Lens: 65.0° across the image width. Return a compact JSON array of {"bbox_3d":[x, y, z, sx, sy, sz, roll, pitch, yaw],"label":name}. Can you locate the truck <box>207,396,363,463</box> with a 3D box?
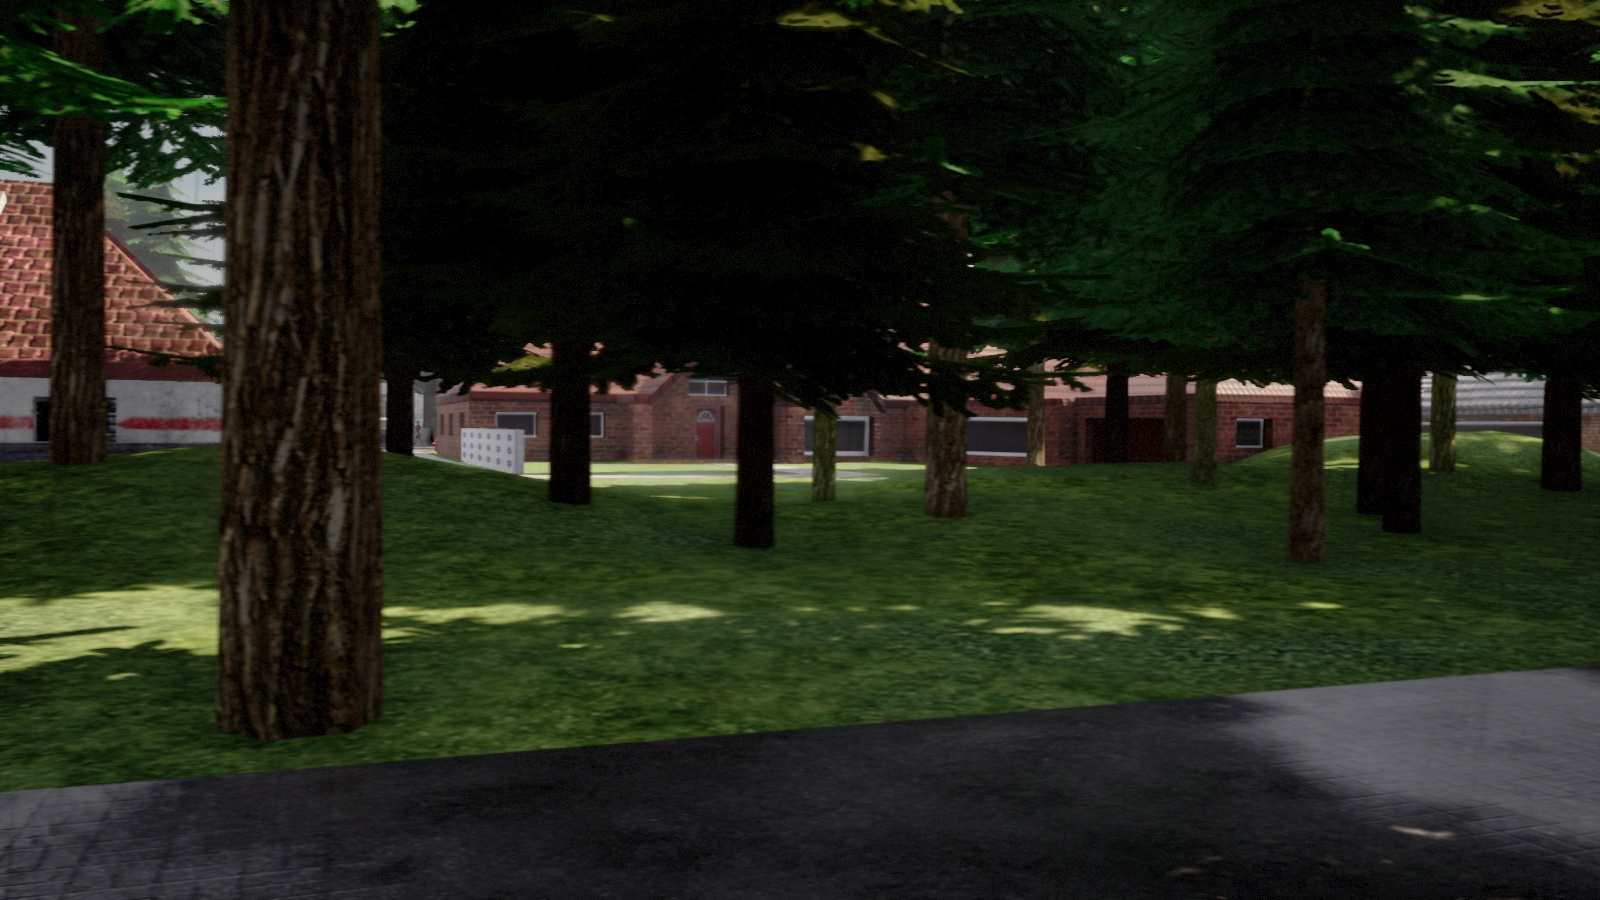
[{"bbox_3d":[-30.889,-1.264,75.645,8.468,3.827,2.891,-1,1,-21],"label":"truck"}]
